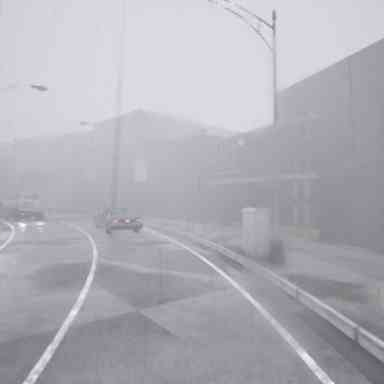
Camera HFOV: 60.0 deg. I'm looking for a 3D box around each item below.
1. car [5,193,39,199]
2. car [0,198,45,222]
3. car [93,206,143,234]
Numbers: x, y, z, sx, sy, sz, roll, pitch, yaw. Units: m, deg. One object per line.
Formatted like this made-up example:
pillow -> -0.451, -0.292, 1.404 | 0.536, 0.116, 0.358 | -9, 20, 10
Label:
car -> -18.735, 1.153, 36.237 | 5.566, 2.045, 2.150 | 0, -1, 36
car -> -13.289, 1.488, 26.291 | 2.033, 1.411, 5.357 | 1, 0, -40
car -> -4.397, 1.530, 19.218 | 2.033, 1.411, 5.357 | 0, 0, -26
